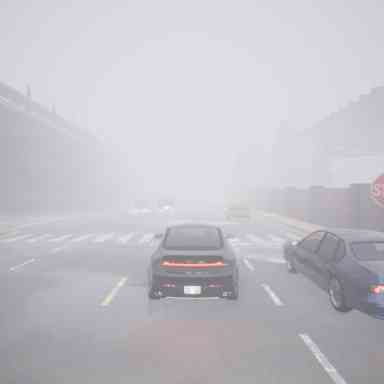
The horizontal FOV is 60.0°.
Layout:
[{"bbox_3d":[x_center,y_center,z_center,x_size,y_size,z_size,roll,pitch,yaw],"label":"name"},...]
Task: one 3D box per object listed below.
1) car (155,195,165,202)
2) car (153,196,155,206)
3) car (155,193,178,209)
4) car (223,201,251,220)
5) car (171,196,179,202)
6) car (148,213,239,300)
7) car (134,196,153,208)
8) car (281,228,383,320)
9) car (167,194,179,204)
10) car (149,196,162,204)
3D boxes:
[{"bbox_3d":[-7.451,1.473,78.563,1.882,1.535,5.008,0,0,-1],"label":"car"},{"bbox_3d":[-7.156,1.477,56.257,1.882,1.535,5.008,0,0,-1],"label":"car"},{"bbox_3d":[-3.498,1.221,46.815,2.150,2.045,5.566,0,0,-1],"label":"car"},{"bbox_3d":[3.744,1.477,28.291,1.882,1.535,5.008,0,0,1],"label":"car"},{"bbox_3d":[-3.947,1.579,78.331,1.895,1.301,4.718,0,0,-1],"label":"car"},{"bbox_3d":[0.059,1.505,8.379,1.837,1.490,4.892,0,0,1],"label":"car"},{"bbox_3d":[-7.007,1.601,46.880,1.895,1.301,4.718,0,0,-1],"label":"car"},{"bbox_3d":[3.604,1.547,7.622,2.033,1.411,5.357,0,0,0],"label":"car"},{"bbox_3d":[-3.778,1.352,66.732,2.097,1.767,4.553,0,0,-1],"label":"car"},{"bbox_3d":[-7.272,1.547,66.852,2.033,1.411,5.357,0,0,-1],"label":"car"}]
